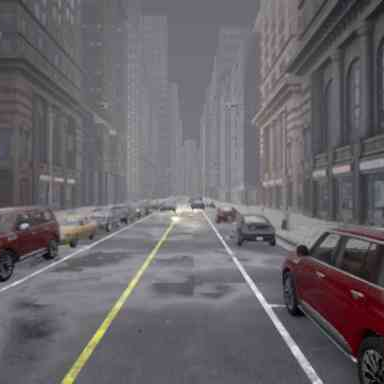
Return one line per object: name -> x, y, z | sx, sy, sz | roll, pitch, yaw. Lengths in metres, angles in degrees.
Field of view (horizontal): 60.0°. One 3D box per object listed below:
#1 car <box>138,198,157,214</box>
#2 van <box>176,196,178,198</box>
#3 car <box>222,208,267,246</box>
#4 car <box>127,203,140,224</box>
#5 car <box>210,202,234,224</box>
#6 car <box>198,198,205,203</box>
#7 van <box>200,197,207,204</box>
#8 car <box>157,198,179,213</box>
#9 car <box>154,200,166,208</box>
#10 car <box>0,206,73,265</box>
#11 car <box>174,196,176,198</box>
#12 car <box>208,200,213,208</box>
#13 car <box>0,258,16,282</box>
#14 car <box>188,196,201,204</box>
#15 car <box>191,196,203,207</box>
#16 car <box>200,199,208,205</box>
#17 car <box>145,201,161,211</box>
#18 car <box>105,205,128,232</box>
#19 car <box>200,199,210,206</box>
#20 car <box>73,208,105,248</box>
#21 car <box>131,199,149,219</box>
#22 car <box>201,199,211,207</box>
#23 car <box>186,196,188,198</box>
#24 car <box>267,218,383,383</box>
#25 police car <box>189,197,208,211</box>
car -> -5.749, 1.671, 38.245 | 2.192, 1.841, 5.009 | 0, -1, 0
van -> -5.737, 2.226, 94.260 | 1.690, 1.788, 3.998 | 0, -1, 0
car -> 2.770, 1.699, 15.839 | 2.008, 1.369, 4.403 | 0, -1, 0
car -> -5.753, 1.818, 27.039 | 1.947, 1.339, 4.313 | 0, -1, 0
car -> 2.773, 1.797, 27.043 | 1.887, 1.381, 4.507 | 0, -1, 0
car -> 2.787, 2.430, 94.266 | 1.887, 1.381, 4.507 | 0, -1, 0
van -> 2.786, 2.120, 83.064 | 1.690, 1.788, 3.998 | 0, -1, 0
car -> -3.078, 1.887, 43.970 | 1.882, 1.535, 5.008 | 0, 0, 0
car -> -5.746, 2.148, 60.648 | 1.802, 1.307, 4.206 | 0, -1, 0
car -> -5.755, 1.411, 10.237 | 2.192, 1.841, 5.009 | 0, -1, 0
car -> -5.740, 2.323, 83.055 | 1.887, 1.381, 4.507 | 0, -1, 0
car -> 2.779, 1.954, 55.053 | 1.967, 1.590, 4.097 | 0, -1, 0
car -> -3.099, 1.543, 1.738 | 1.812, 1.442, 4.674 | 0, -1, 0
car -> 0.835, 1.772, 58.758 | 2.150, 2.045, 5.566 | 0, -1, -1
car -> 0.915, 1.831, 64.767 | 2.150, 2.045, 5.566 | 0, -1, 0
car -> 2.784, 2.271, 77.460 | 1.887, 1.381, 4.507 | 0, -1, 0
car -> -5.748, 2.006, 49.446 | 1.887, 1.381, 4.507 | 0, -1, 0
car -> -5.754, 1.751, 21.438 | 2.008, 1.369, 4.403 | 0, -1, 0
car -> 2.782, 2.218, 71.859 | 1.887, 1.381, 4.507 | 0, -1, 0
car -> -5.755, 1.672, 15.667 | 1.752, 1.417, 4.829 | 0, -1, 0
car -> -5.751, 1.744, 32.642 | 1.967, 1.590, 4.097 | 0, -1, 0
car -> 2.781, 2.147, 66.426 | 1.752, 1.417, 4.829 | 0, -1, 0
car -> 0.020, 2.203, 83.091 | 1.994, 1.385, 4.181 | 0, -1, 0
car -> 2.769, 1.359, 4.637 | 2.192, 1.841, 5.009 | 0, -1, 0
police car -> 0.912, 1.881, 48.845 | 1.930, 1.638, 5.238 | 0, -1, 0
